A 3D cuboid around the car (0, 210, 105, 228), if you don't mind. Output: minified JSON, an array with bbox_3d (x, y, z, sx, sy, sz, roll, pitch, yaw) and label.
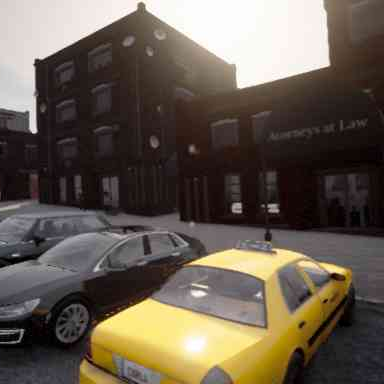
[{"bbox_3d":[-3.837,1.302,8.097,2.185,1.767,4.553,0,0,36],"label":"car"}]

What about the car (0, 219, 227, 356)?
[{"bbox_3d":[-1.563,1.448,6.443,2.231,1.521,4.892,0,0,36],"label":"car"}]
